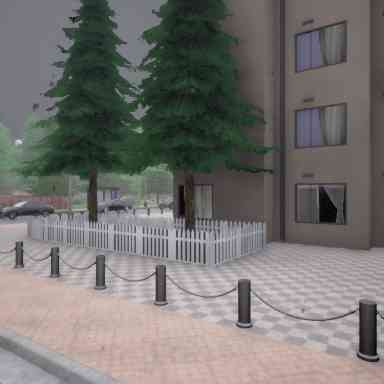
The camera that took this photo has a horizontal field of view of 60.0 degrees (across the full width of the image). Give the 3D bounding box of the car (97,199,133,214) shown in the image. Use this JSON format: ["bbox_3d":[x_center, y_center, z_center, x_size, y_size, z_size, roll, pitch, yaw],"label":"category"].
[{"bbox_3d":[-8.663,1.476,36.134,2.128,1.511,4.902,0,0,37],"label":"car"}]

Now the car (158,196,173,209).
[{"bbox_3d":[-2.491,1.337,44.299,2.097,1.767,4.553,0,0,37],"label":"car"}]

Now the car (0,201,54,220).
[{"bbox_3d":[-14.255,1.510,28.674,1.812,1.442,4.674,0,0,37],"label":"car"}]
